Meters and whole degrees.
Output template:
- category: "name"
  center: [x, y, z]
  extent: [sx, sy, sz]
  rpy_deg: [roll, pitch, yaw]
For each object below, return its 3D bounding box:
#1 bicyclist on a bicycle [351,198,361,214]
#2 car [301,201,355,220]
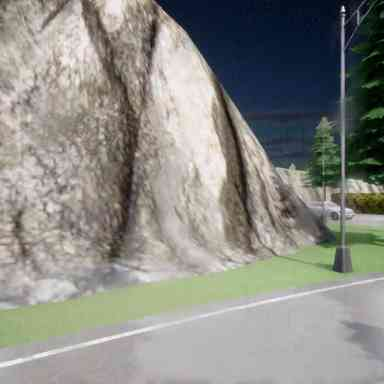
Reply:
- category: "bicyclist on a bicycle"
  center: [16.458, 1.453, 33.365]
  extent: [1.656, 1.620, 0.582]
  rpy_deg: [0, 0, -28]
- category: "car"
  center: [11.287, 1.526, 27.983]
  extent: [1.812, 1.442, 4.674]
  rpy_deg: [0, 0, -28]
